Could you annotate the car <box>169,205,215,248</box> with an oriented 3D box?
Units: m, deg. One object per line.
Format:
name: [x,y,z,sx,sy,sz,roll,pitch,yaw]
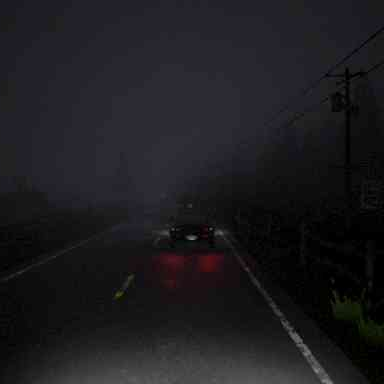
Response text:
car: [0.000,1.533,14.650,1.812,1.442,4.674,0,0,0]

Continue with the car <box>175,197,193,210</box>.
car: [-1.182,1.495,44.954,2.128,1.511,4.902,0,0,-5]

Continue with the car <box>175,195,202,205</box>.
car: [-0.233,1.258,29.738,2.150,2.045,5.566,0,0,-2]
